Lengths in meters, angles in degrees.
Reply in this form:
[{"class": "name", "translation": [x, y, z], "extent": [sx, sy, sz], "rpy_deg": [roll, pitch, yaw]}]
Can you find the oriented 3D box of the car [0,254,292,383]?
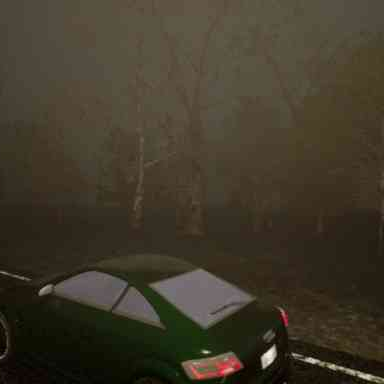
[{"class": "car", "translation": [-0.895, 1.542, 4.355], "extent": [4.181, 1.385, 1.994], "rpy_deg": [0, 0, 35]}]
